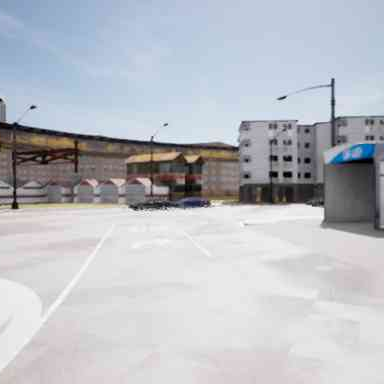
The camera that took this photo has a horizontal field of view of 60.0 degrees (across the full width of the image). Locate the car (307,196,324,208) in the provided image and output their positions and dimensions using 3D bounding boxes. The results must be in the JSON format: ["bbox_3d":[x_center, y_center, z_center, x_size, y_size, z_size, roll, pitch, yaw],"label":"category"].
[{"bbox_3d":[17.506,1.256,43.174,4.902,1.511,2.128,0,0,1],"label":"car"}]

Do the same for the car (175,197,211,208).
[{"bbox_3d":[-0.202,1.393,43.774,5.357,1.411,2.033,0,0,-21],"label":"car"}]

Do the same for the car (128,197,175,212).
[{"bbox_3d":[-4.807,1.395,37.734,4.892,1.490,1.837,0,-2,-29],"label":"car"}]
